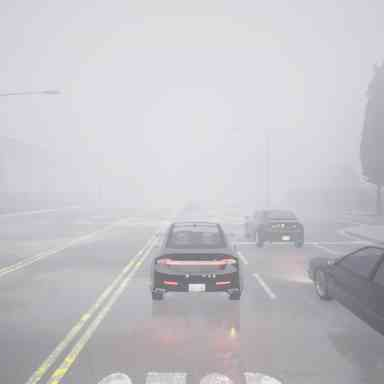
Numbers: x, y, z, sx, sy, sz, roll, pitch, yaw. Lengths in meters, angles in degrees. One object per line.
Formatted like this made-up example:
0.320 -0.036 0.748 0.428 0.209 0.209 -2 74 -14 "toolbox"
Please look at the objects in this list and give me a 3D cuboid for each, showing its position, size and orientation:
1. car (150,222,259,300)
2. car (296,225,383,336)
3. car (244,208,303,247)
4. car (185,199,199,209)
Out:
0.080 1.492 8.357 2.128 1.511 4.902 0 0 0 "car"
3.587 1.547 5.312 2.033 1.411 5.357 0 0 0 "car"
3.563 1.505 15.058 1.837 1.490 4.892 0 0 0 "car"
-0.008 1.601 44.131 1.895 1.301 4.718 0 0 0 "car"
